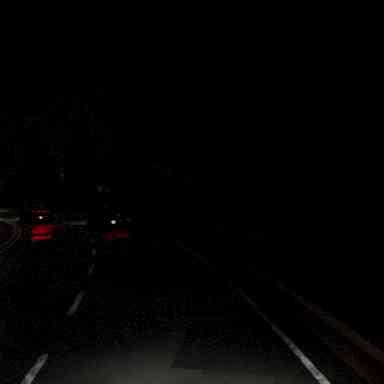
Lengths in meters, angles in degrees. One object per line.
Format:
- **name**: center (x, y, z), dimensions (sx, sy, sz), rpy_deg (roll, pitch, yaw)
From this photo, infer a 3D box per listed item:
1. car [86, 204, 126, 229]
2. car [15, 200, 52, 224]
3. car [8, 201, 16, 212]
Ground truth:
- **car**: center (-5.793, 1.546, 22.089), dimensions (1.837, 1.490, 4.892), rpy_deg (0, 0, -27)
- **car**: center (-12.309, 1.585, 26.058), dimensions (1.837, 1.490, 4.892), rpy_deg (0, 0, -34)
- **car**: center (-19.545, 1.617, 38.609), dimensions (4.902, 1.511, 2.128), rpy_deg (0, 0, 39)
